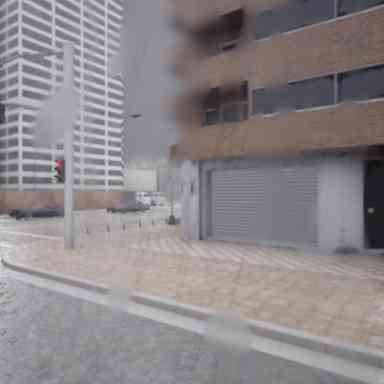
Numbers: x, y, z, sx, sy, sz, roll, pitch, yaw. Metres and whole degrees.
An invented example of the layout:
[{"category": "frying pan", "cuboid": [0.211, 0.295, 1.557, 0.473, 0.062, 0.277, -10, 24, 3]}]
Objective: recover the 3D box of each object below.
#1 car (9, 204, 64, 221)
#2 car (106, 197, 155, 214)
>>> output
[{"category": "car", "cuboid": [-13.131, 1.713, 28.881, 1.895, 1.301, 4.718, 0, 0, 35]}, {"category": "car", "cuboid": [-7.058, 1.661, 37.397, 2.033, 1.411, 5.357, 0, 0, 36]}]
